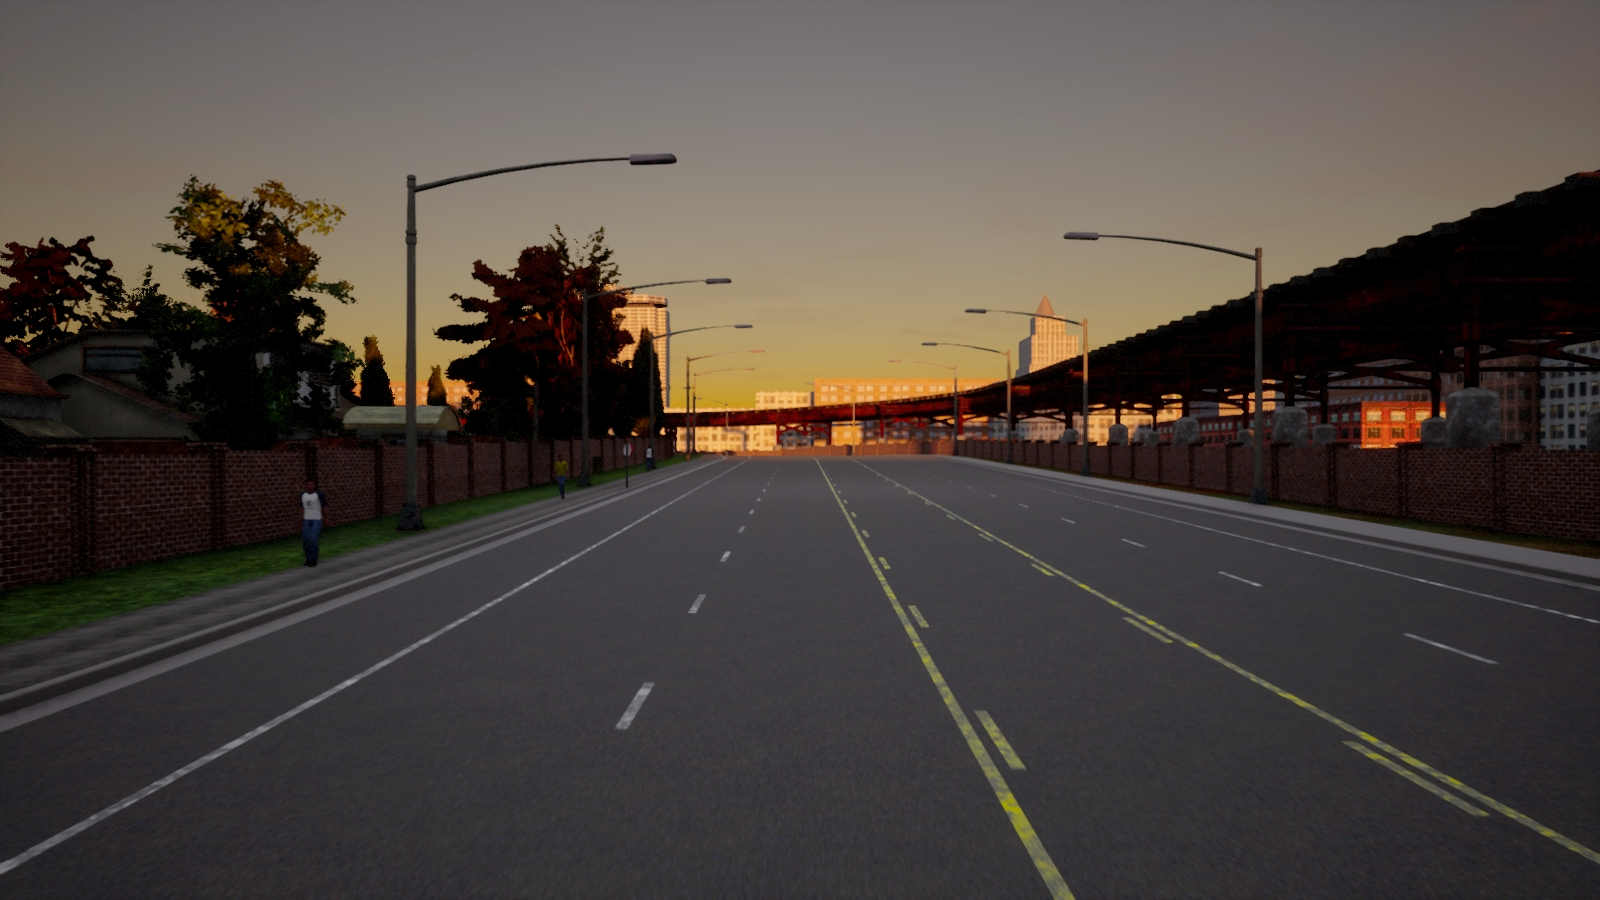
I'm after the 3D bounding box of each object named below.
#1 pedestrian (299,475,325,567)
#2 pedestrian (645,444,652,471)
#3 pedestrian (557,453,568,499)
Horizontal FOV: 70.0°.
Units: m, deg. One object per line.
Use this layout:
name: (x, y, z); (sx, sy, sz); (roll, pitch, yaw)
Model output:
pedestrian: (-9.981, 1.438, 23.355); (0.375, 1.860, 0.375); (0, 0, -2)
pedestrian: (-10.228, 0.516, 77.216); (0.375, 1.860, 0.375); (0, 0, 0)
pedestrian: (-9.653, 1.043, 46.362); (0.375, 1.860, 0.375); (0, 0, -1)
